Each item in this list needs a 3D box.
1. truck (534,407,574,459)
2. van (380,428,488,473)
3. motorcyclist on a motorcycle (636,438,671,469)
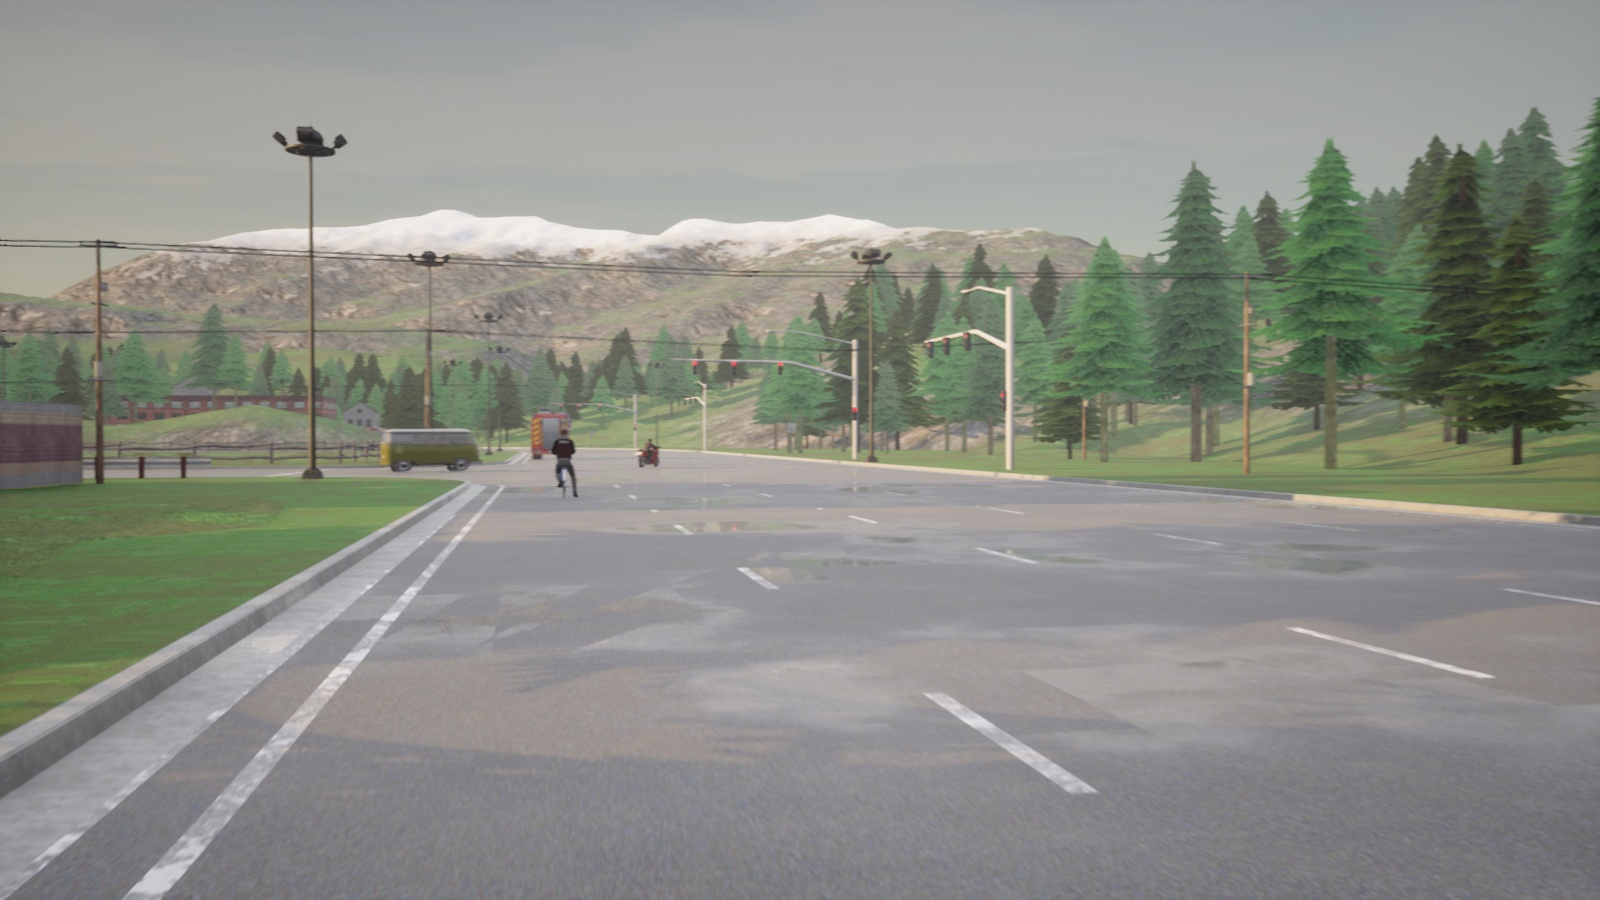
[{"bbox_3d":[-18.654,-1.270,95.349,2.891,3.827,8.468,0,1,-11],"label":"truck"},{"bbox_3d":[-16.760,-0.011,57.554,4.442,1.987,1.775,0,1,-29],"label":"van"},{"bbox_3d":[-7.407,0.157,63.503,0.797,1.523,2.044,-1,0,24],"label":"motorcyclist on a motorcycle"}]
